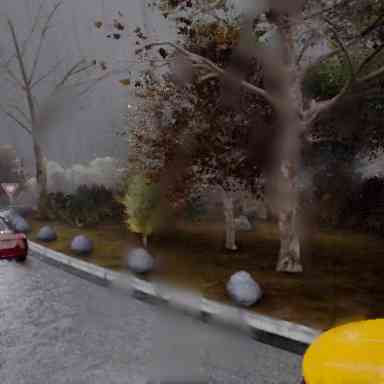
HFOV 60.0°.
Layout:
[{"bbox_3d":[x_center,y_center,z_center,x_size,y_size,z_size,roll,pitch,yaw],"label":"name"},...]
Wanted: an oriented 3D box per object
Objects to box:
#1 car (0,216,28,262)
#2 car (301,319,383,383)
[{"bbox_3d":[-6.768,1.399,10.559,1.994,1.385,4.181,0,0,-43],"label":"car"},{"bbox_3d":[3.129,1.517,1.676,5.008,1.535,1.882,2,1,35],"label":"car"}]
